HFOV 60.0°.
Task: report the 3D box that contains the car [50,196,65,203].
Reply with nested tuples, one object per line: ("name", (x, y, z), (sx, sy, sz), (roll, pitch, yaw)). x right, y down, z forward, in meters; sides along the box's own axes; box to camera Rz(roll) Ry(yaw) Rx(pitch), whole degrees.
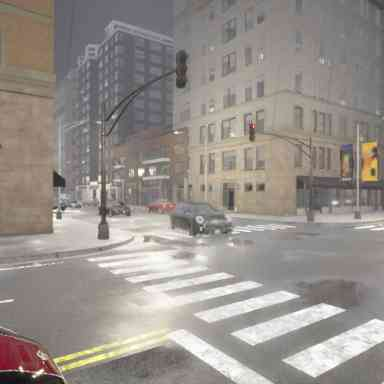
("car", (-28.333, 1.560, 69.863), (1.947, 1.339, 4.313), (0, 0, -35))

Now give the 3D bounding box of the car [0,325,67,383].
("car", (-2.843, 1.352, 1.441), (4.553, 1.767, 2.097), (0, 0, -36))

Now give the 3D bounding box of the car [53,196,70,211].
("car", (-16.051, 1.519, 38.494), (1.947, 1.339, 4.313), (0, 0, -35))

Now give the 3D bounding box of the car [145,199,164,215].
("car", (-3.207, 1.427, 34.196), (1.967, 1.590, 4.097), (0, 0, -35))

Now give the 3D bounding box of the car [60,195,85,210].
("car", (-15.770, 1.454, 42.525), (2.128, 1.511, 4.902), (0, 0, -35))

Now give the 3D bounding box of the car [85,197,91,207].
("car", (-15.868, 1.507, 52.168), (1.752, 1.417, 4.829), (0, 0, -35))

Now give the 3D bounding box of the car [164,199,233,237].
("car", (0.356, 1.334, 18.171), (2.097, 1.767, 4.553), (0, 0, -24))

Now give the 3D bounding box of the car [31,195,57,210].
("car", (-19.190, 1.268, 42.953), (2.192, 1.841, 5.009), (0, 0, -35))

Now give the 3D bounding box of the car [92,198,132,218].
("car", (-7.126, 1.472, 30.230), (1.837, 1.490, 4.892), (0, 0, -35))

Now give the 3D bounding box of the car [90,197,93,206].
("car", (-12.630, 1.563, 47.571), (1.802, 1.307, 4.206), (0, 0, -35))
